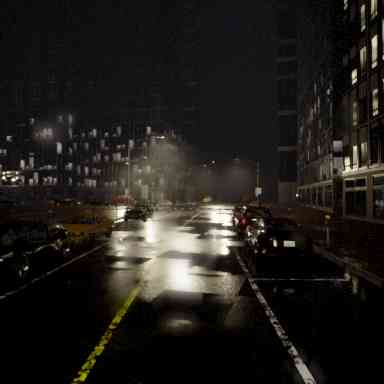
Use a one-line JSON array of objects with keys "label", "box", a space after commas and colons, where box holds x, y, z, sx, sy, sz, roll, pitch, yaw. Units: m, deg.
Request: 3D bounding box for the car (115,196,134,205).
[{"label": "car", "box": [-13.192, 1.575, 61.473, 5.009, 1.841, 2.192, 0, -1, 15]}]

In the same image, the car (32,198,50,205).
[{"label": "car", "box": [-29.542, 1.894, 65.949, 4.829, 1.417, 1.752, 0, -1, 15]}]

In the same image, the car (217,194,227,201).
[{"label": "car", "box": [8.107, 1.530, 89.920, 2.192, 1.841, 5.009, 1, 0, 16]}]

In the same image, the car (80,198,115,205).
[{"label": "car", "box": [-15.267, 1.675, 53.867, 4.313, 1.339, 1.947, 0, -1, 15]}]

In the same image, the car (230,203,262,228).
[{"label": "car", "box": [3.650, 1.557, 23.235, 1.887, 1.381, 4.507, 1, 0, 5]}]

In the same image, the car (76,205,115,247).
[{"label": "car", "box": [-4.894, 1.540, 15.314, 1.752, 1.417, 4.829, 1, 0, 3]}]

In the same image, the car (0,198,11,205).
[{"label": "car", "box": [-40.169, 1.990, 68.860, 4.403, 1.369, 2.008, 0, -1, 15]}]

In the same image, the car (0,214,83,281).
[{"label": "car", "box": [-5.123, 1.575, 9.990, 1.947, 1.339, 4.313, 1, 0, 2]}]

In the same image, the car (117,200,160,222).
[{"label": "car", "box": [-4.131, 1.578, 26.414, 2.008, 1.369, 4.403, 1, 0, 5]}]

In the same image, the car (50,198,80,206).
[{"label": "car", "box": [-20.660, 1.696, 55.345, 4.403, 1.369, 2.008, 0, -1, 15]}]

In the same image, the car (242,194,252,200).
[{"label": "car", "box": [12.553, 1.440, 76.074, 2.192, 1.841, 5.009, 1, 0, 15]}]

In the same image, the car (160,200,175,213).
[{"label": "car", "box": [-3.007, 1.595, 37.172, 2.008, 1.369, 4.403, 1, 0, 7]}]

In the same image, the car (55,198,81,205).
[{"label": "car", "box": [-23.983, 1.883, 64.425, 4.403, 1.369, 2.008, 0, -1, 15]}]

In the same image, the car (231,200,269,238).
[{"label": "car", "box": [3.264, 1.449, 17.605, 1.967, 1.590, 4.097, 1, 0, 4]}]

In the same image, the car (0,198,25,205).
[{"label": "car", "box": [-31.446, 1.767, 58.301, 4.403, 1.369, 2.008, 0, -1, 15]}]

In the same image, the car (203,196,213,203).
[{"label": "car", "box": [3.554, 1.675, 73.829, 1.752, 1.417, 4.829, 1, 0, 14]}]

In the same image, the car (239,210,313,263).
[{"label": "car", "box": [2.974, 1.571, 11.925, 1.947, 1.339, 4.313, 1, 0, 2]}]
